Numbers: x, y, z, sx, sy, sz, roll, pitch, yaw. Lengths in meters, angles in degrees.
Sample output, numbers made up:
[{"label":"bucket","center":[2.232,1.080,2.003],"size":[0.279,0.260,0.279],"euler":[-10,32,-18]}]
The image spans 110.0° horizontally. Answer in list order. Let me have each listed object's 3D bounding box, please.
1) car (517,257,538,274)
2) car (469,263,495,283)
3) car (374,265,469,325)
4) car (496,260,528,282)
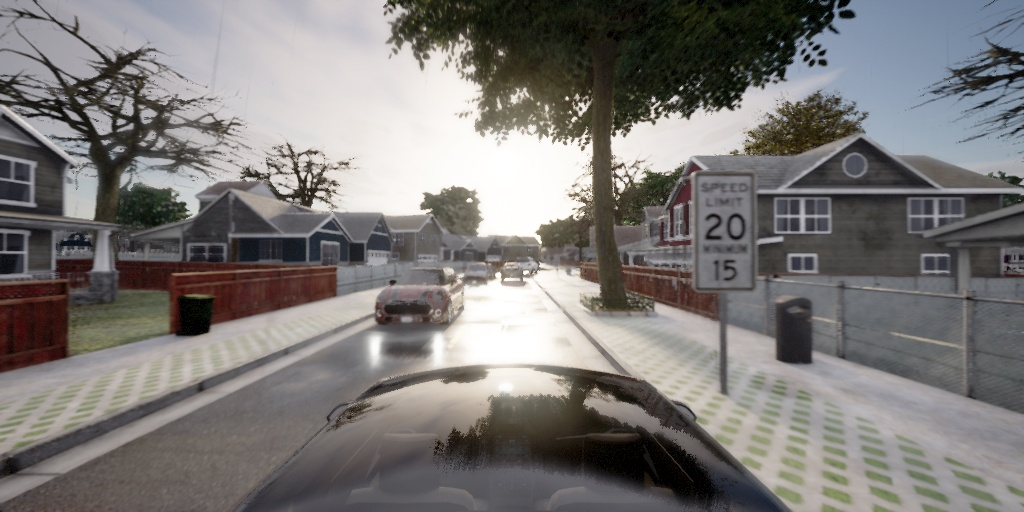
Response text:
[{"label":"car","center":[1.862,1.183,44.560],"size":[2.150,2.045,5.566],"euler":[0,0,13]},{"label":"car","center":[-2.754,1.304,29.208],"size":[2.033,1.411,5.357],"euler":[0,4,0]},{"label":"car","center":[-2.846,1.137,11.947],"size":[2.097,1.767,4.553],"euler":[0,0,0]},{"label":"car","center":[0.044,1.346,30.764],"size":[2.128,1.511,4.902],"euler":[0,0,2]}]
